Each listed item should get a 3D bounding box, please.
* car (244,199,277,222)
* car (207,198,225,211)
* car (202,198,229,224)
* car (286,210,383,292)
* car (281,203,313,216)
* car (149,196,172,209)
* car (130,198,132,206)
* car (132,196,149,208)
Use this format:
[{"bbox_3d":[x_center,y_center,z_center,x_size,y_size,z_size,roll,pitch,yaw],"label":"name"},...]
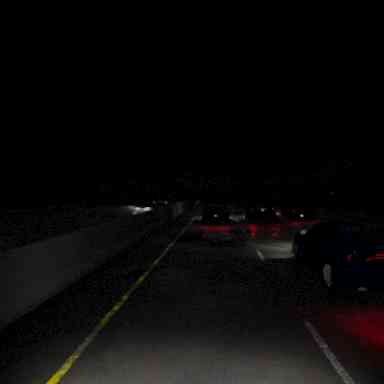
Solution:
[{"bbox_3d":[5.447,1.376,26.927,2.097,1.767,4.553,0,0,4],"label":"car"},{"bbox_3d":[3.084,1.513,42.129,2.128,1.511,4.902,0,0,4],"label":"car"},{"bbox_3d":[1.801,1.491,25.127,1.882,1.535,5.008,0,-1,4],"label":"car"},{"bbox_3d":[4.131,1.493,8.953,1.882,1.535,5.008,0,0,4],"label":"car"},{"bbox_3d":[9.143,1.637,29.420,1.895,1.301,4.718,0,0,4],"label":"car"},{"bbox_3d":[-3.905,1.352,44.544,2.097,1.767,4.553,0,0,5],"label":"car"},{"bbox_3d":[-9.671,1.651,60.449,2.150,2.045,5.566,0,-3,4],"label":"car"},{"bbox_3d":[-7.006,1.488,49.679,1.882,1.535,5.008,0,-1,5],"label":"car"}]
